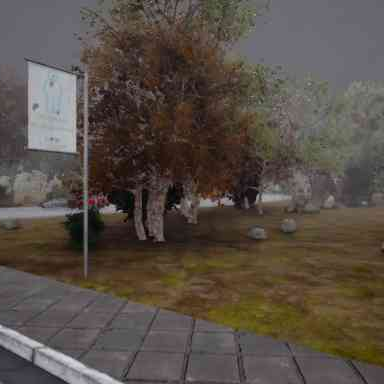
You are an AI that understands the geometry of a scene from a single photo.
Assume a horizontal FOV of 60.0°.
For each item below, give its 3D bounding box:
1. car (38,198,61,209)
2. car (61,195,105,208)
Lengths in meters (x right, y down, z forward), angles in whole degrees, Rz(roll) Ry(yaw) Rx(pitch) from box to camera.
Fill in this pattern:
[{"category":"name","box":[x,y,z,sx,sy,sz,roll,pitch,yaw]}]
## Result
[{"category":"car","box":[-18.241,1.549,44.486,1.994,1.385,4.181,0,0,39]},{"category":"car","box":[-13.932,1.199,44.292,2.150,2.045,5.566,0,0,38]}]
